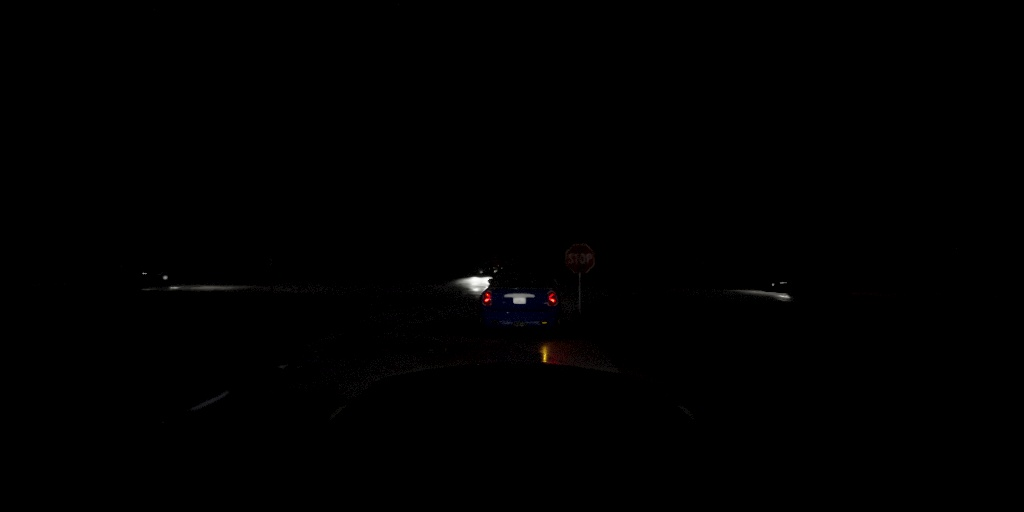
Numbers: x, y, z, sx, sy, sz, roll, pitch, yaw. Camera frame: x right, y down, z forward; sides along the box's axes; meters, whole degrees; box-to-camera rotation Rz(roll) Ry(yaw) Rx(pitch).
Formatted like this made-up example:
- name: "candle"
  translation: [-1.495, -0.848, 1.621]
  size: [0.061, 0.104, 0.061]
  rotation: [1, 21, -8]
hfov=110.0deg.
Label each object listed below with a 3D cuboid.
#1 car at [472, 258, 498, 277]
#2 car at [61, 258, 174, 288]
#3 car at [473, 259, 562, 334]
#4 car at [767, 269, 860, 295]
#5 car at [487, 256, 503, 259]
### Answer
- name: "car"
  translation: [-2.848, 1.221, 35.632]
  size: [2.128, 1.511, 4.902]
  rotation: [0, 0, 0]
- name: "car"
  translation: [-21.253, 0.864, 19.451]
  size: [4.902, 1.511, 2.128]
  rotation: [1, 0, 0]
- name: "car"
  translation: [0.306, 1.087, 10.739]
  size: [2.097, 1.767, 4.553]
  rotation: [0, 0, 3]
- name: "car"
  translation: [18.719, 1.571, 22.382]
  size: [4.892, 1.490, 1.837]
  rotation: [1, 0, 0]
- name: "car"
  translation: [-2.835, 0.993, 53.893]
  size: [2.150, 2.045, 5.566]
  rotation: [0, 0, 0]
